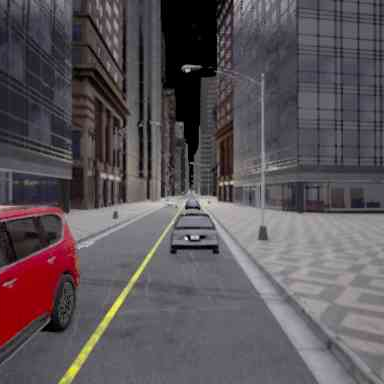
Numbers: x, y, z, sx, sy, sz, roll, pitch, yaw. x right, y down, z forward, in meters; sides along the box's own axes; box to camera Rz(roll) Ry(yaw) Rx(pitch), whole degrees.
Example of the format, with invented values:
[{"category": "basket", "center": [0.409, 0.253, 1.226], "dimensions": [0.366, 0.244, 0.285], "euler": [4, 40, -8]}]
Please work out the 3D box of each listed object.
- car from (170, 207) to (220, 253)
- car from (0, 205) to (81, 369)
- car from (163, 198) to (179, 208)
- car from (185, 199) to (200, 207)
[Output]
[{"category": "car", "center": [0.094, 1.576, 13.698], "dimensions": [2.033, 1.411, 5.357], "euler": [0, 0, 0]}, {"category": "car", "center": [-3.101, 1.230, 3.891], "dimensions": [2.150, 2.045, 5.566], "euler": [0, 0, 0]}, {"category": "car", "center": [-3.014, 1.638, 48.294], "dimensions": [1.812, 1.442, 4.674], "euler": [0, 0, 0]}, {"category": "car", "center": [0.085, 1.638, 45.340], "dimensions": [1.994, 1.385, 4.181], "euler": [0, 0, 0]}]
